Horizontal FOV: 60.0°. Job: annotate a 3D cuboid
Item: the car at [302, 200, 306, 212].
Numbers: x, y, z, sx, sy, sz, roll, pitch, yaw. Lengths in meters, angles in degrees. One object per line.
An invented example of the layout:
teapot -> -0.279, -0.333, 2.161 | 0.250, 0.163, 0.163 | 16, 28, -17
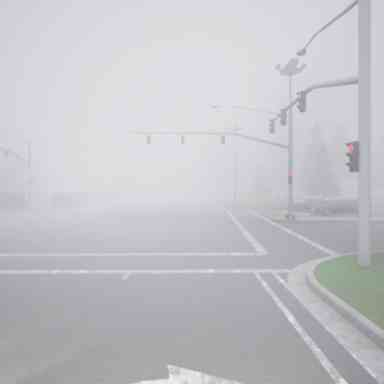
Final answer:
car -> 13.661, 1.500, 33.186 | 4.181, 1.385, 1.994 | 0, 0, 0

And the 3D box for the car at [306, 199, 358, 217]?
car -> 13.232, 1.435, 29.618 | 4.902, 1.511, 2.128 | 0, 0, -1

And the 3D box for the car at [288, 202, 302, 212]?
car -> 13.371, 1.478, 36.622 | 5.357, 1.411, 2.033 | 0, 0, -1
